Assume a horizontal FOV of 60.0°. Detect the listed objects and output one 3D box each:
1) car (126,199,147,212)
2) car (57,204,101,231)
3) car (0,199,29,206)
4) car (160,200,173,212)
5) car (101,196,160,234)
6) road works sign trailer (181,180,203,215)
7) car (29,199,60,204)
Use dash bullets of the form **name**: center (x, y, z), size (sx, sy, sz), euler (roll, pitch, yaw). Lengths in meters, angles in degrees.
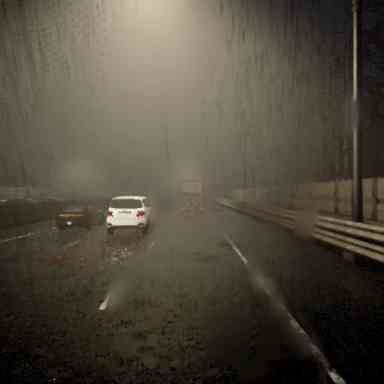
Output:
- **car**: center (-6.872, 1.629, 41.801), size (1.812, 1.442, 4.674), euler (0, 0, 0)
- **car**: center (-6.888, 1.539, 21.132), size (2.128, 1.511, 4.902), euler (0, 0, 0)
- **car**: center (-21.031, 1.578, 40.110), size (1.882, 1.535, 5.008), euler (0, 0, 0)
- **car**: center (-3.375, 1.666, 41.048), size (1.994, 1.385, 4.181), euler (0, 0, 0)
- **car**: center (-3.388, 1.264, 19.472), size (2.150, 2.045, 5.566), euler (0, 0, 0)
- **road works sign trailer**: center (0.021, 0.550, 35.665), size (2.380, 3.560, 2.880), euler (0, 0, 0)
- **car**: center (-17.529, 1.579, 40.756), size (1.882, 1.535, 5.008), euler (0, 0, 1)
